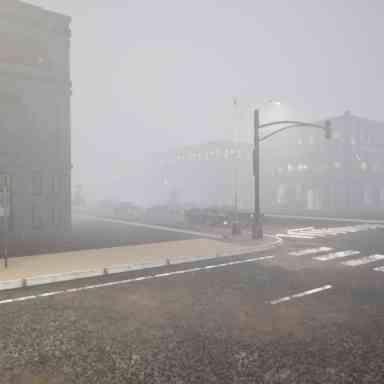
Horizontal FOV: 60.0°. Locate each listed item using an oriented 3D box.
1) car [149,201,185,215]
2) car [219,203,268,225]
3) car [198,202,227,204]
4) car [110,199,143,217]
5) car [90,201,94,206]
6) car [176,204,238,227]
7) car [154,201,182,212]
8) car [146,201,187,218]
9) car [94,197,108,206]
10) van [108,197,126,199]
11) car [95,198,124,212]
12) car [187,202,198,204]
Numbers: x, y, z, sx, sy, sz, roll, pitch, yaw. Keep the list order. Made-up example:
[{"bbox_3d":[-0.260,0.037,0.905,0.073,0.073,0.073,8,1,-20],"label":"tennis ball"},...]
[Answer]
[{"bbox_3d":[-3.157,1.856,40.906,2.128,1.511,4.902,-1,0,-36],"label":"car"},{"bbox_3d":[3.615,1.813,25.926,1.895,1.301,4.718,-1,0,-36],"label":"car"},{"bbox_3d":[3.103,1.808,36.587,2.008,1.369,4.403,-2,0,-36],"label":"car"},{"bbox_3d":[-6.935,1.845,36.217,1.967,1.590,4.097,-1,0,-36],"label":"car"},{"bbox_3d":[-19.419,2.226,68.114,1.887,1.381,4.507,-1,0,-36],"label":"car"},{"bbox_3d":[1.036,1.813,24.856,1.947,1.339,4.313,-2,0,-36],"label":"car"},{"bbox_3d":[-3.330,1.964,45.594,1.802,1.307,4.206,-2,0,-36],"label":"car"},{"bbox_3d":[-2.950,1.943,35.117,1.895,1.301,4.718,-1,0,-36],"label":"car"},{"bbox_3d":[-16.207,1.938,63.610,2.192,1.841,5.009,-1,0,-36],"label":"car"},{"bbox_3d":[-12.989,1.905,59.106,1.690,1.788,3.998,-1,0,-36],"label":"van"},{"bbox_3d":[-11.686,1.988,47.399,1.882,1.535,5.008,-1,0,-35],"label":"car"},{"bbox_3d":[-0.114,1.902,41.091,1.802,1.307,4.206,-2,0,-36],"label":"car"}]
